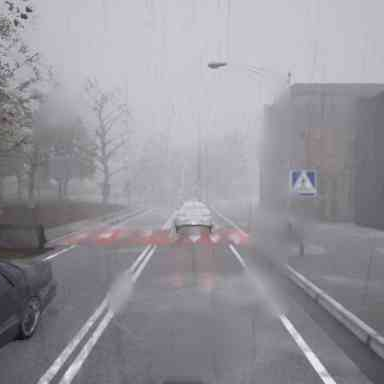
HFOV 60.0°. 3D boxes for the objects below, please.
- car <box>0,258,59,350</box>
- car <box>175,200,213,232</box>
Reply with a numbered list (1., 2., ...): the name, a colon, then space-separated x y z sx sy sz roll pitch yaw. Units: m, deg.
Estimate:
1. car: -3.351 1.547 3.777 2.033 1.411 5.357 0 0 0
2. car: 0.086 1.295 17.586 1.812 1.442 4.674 0 -3 0
